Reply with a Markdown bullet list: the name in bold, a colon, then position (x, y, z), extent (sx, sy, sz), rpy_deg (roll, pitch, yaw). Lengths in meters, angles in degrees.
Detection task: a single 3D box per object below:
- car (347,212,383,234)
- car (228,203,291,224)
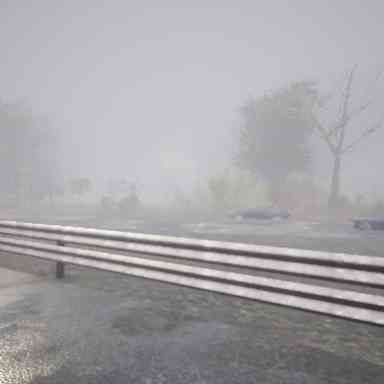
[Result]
- **car**: position (12.410, 1.924, 20.921), extent (4.718, 1.301, 1.895), rpy_deg (0, 0, 15)
- **car**: position (5.329, 1.625, 26.385), extent (4.902, 1.511, 2.128), rpy_deg (0, 0, 15)
